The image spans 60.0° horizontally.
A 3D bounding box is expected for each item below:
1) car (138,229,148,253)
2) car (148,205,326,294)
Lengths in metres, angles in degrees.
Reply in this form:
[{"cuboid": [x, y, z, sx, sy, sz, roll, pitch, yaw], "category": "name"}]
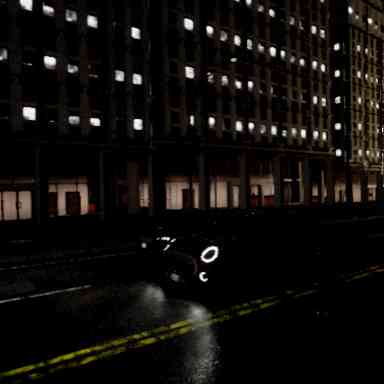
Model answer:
[{"cuboid": [0.472, 1.405, 12.003, 4.902, 1.511, 2.128, -1, 0, -35], "category": "car"}, {"cuboid": [1.444, 1.278, 8.705, 4.553, 1.767, 2.097, -1, 0, -35], "category": "car"}]
